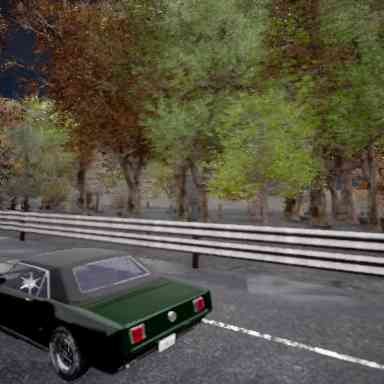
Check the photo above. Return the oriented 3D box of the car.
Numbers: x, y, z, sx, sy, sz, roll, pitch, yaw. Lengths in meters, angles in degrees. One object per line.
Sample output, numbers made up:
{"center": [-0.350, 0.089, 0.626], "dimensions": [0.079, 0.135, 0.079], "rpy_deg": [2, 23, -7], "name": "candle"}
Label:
{"center": [-2.116, 1.627, 5.512], "dimensions": [4.718, 1.301, 1.895], "rpy_deg": [0, 0, 36], "name": "car"}
